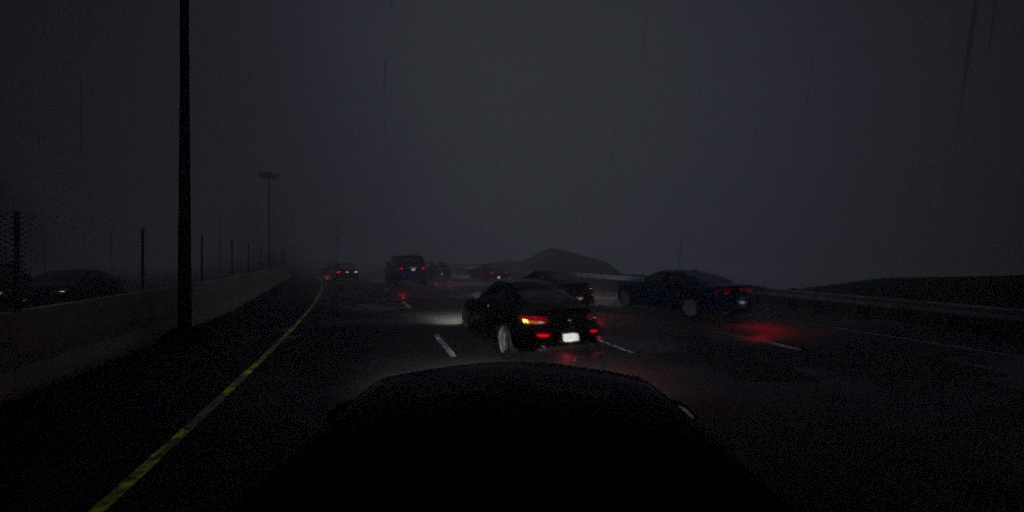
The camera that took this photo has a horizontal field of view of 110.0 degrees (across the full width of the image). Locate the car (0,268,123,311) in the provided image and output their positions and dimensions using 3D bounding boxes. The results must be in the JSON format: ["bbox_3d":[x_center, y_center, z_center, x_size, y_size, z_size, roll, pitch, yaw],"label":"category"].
[{"bbox_3d":[-17.954,1.276,14.565,1.812,1.442,4.674,0,0,-26],"label":"car"}]

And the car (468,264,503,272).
[{"bbox_3d":[-2.073,1.356,30.135,1.895,1.301,4.718,0,0,-28],"label":"car"}]

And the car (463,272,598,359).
[{"bbox_3d":[0.192,1.277,8.490,1.812,1.442,4.674,0,0,-22],"label":"car"}]

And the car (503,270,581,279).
[{"bbox_3d":[1.474,1.278,14.551,1.812,1.442,4.674,0,0,-23],"label":"car"}]

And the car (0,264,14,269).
[{"bbox_3d":[-21.585,1.102,14.002,2.097,1.767,4.553,0,0,-26],"label":"car"}]

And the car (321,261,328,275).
[{"bbox_3d":[-20.180,1.281,40.128,1.812,1.442,4.674,0,0,-32],"label":"car"}]

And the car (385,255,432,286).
[{"bbox_3d":[-7.662,0.975,25.717,2.150,2.045,5.566,0,0,-27],"label":"car"}]

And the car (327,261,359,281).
[{"bbox_3d":[-14.047,1.300,30.118,2.033,1.411,5.357,0,0,-29],"label":"car"}]

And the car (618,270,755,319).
[{"bbox_3d":[5.927,1.230,12.968,1.882,1.535,5.008,0,0,-22],"label":"car"}]

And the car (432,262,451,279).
[{"bbox_3d":[-6.913,1.246,31.683,2.128,1.511,4.902,0,0,-29],"label":"car"}]
